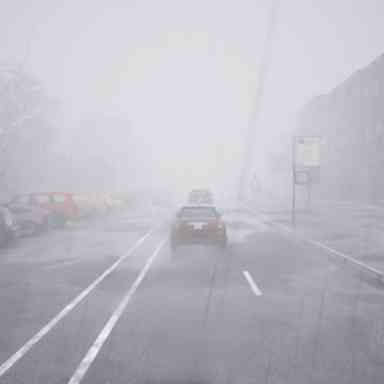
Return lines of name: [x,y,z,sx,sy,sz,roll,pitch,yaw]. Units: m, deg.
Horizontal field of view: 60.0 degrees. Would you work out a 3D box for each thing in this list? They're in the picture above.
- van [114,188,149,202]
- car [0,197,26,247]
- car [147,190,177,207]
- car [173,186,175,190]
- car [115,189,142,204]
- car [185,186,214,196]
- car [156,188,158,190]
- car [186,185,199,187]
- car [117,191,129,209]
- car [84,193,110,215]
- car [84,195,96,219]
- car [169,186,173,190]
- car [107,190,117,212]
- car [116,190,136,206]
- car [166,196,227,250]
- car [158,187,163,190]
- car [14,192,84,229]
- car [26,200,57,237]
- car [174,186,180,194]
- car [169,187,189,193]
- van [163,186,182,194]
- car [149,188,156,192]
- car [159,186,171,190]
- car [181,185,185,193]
van: [-8.270,0.451,42.671,4.442,1.987,1.878,-1,2,-17]
car: [-9.316,1.278,13.035,4.553,1.767,2.185,-1,1,-19]
car: [-3.231,0.887,37.028,2.033,1.411,5.357,0,2,3]
car: [-6.360,0.094,66.413,4.674,1.452,2.002,-1,1,-15]
car: [-8.495,0.837,36.791,5.008,1.535,2.097,-1,1,-17]
car: [0.820,0.733,30.793,2.150,2.045,5.566,0,2,3]
car: [-7.746,0.387,48.644,4.553,1.767,2.185,-1,2,-16]
car: [0.221,-0.285,78.680,1.994,1.385,4.181,0,1,6]
car: [-8.948,1.002,30.794,5.366,1.575,1.946,-1,2,-18]
car: [-9.004,1.164,24.916,5.008,1.535,2.097,-1,2,-18]
car: [-9.119,1.241,21.949,4.892,1.521,2.231,-1,1,-18]
car: [-6.593,0.002,63.451,4.553,1.767,2.185,-1,2,-15]
car: [-8.926,0.958,27.877,4.553,1.767,2.185,-1,1,-18]
car: [-8.627,0.919,33.817,5.008,1.535,2.097,-1,2,-17]
car: [0.272,1.254,14.067,2.097,1.767,4.553,0,1,1]
car: [-7.564,0.434,51.605,5.008,1.535,2.097,-1,2,-16]
car: [-9.230,1.054,18.956,5.566,2.045,2.435,-1,1,-19]
car: [-9.304,1.390,15.988,4.792,1.488,2.163,-1,1,-19]
car: [-6.110,-0.269,69.349,5.566,2.045,2.435,-1,2,-15]
car: [-3.616,-0.578,92.895,5.366,1.575,1.946,-1,2,-13]
van: [-4.738,-0.531,81.207,4.442,1.987,1.878,-1,1,-14]
car: [-7.980,0.593,45.685,5.008,1.535,2.097,-1,1,-17]
car: [-6.887,0.205,60.496,4.892,1.521,2.231,-1,1,-15]
car: [-4.993,-0.240,78.275,5.366,1.575,1.946,-1,1,-14]
